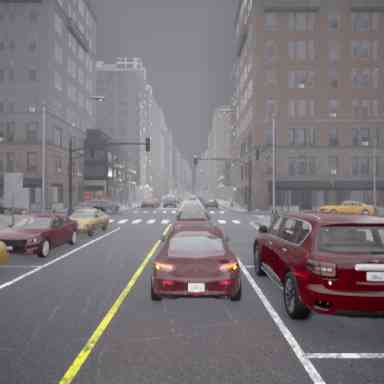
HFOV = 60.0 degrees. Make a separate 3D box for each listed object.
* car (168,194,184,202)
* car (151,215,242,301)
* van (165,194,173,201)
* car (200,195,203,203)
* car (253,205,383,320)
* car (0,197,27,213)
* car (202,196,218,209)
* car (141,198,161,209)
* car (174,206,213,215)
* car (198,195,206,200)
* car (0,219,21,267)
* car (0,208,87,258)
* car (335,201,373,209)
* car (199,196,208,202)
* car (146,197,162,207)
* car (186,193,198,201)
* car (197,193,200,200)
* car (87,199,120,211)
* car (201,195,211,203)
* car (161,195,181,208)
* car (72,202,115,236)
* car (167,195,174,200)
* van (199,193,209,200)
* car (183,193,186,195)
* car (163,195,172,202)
[{"bbox_3d":[-3.026,1.552,62.752,2.033,1.411,5.357,0,0,1],"label":"car"},{"bbox_3d":[0.090,1.526,8.197,1.812,1.442,4.674,0,0,0],"label":"car"},{"bbox_3d":[-5.805,1.354,85.232,1.690,1.788,3.998,1,0,0],"label":"van"},{"bbox_3d":[2.704,1.585,56.855,1.802,1.307,4.206,1,0,0],"label":"car"},{"bbox_3d":[2.682,1.315,7.240,2.192,1.841,5.009,1,0,0],"label":"car"},{"bbox_3d":[-17.245,1.192,29.697,4.553,1.767,2.097,1,-1,0],"label":"car"},{"bbox_3d":[2.699,1.583,45.508,1.802,1.307,4.206,1,0,0],"label":"car"},{"bbox_3d":[-5.827,1.546,45.522,1.887,1.381,4.507,1,0,0],"label":"car"},{"bbox_3d":[0.072,1.601,17.375,1.895,1.301,4.718,0,0,0],"label":"car"},{"bbox_3d":[2.721,1.581,90.895,1.947,1.339,4.313,1,0,0],"label":"car"},{"bbox_3d":[-5.845,1.525,7.083,1.752,1.417,4.829,1,0,0],"label":"car"},{"bbox_3d":[-5.843,1.545,12.878,1.887,1.381,4.507,1,0,0],"label":"car"},{"bbox_3d":[15.141,1.635,32.698,5.008,1.535,1.882,0,-1,1],"label":"car"},{"bbox_3d":[2.716,1.592,79.548,1.802,1.307,4.206,1,0,0],"label":"car"},{"bbox_3d":[-5.824,1.547,51.195,1.887,1.381,4.507,1,0,0],"label":"car"},{"bbox_3d":[0.044,1.553,85.243,2.033,1.411,5.357,0,0,0],"label":"car"},{"bbox_3d":[2.713,1.321,68.202,2.192,1.841,5.009,1,0,0],"label":"car"},{"bbox_3d":[-9.638,1.435,33.089,4.902,1.511,2.128,1,0,-18],"label":"car"},{"bbox_3d":[2.702,1.584,51.182,1.802,1.307,4.206,1,0,0],"label":"car"},{"bbox_3d":[-3.074,1.549,47.569,2.033,1.411,5.357,0,0,0],"label":"car"},{"bbox_3d":[-5.840,1.526,18.332,1.752,1.417,4.829,1,0,0],"label":"car"},{"bbox_3d":[-5.804,1.597,90.905,1.802,1.307,4.206,1,0,0],"label":"car"},{"bbox_3d":[2.710,1.345,62.529,1.690,1.788,3.998,1,0,0],"label":"van"},{"bbox_3d":[-2.960,1.501,76.352,1.837,1.490,4.892,0,0,0],"label":"car"},{"bbox_3d":[-5.808,1.450,79.559,1.967,1.590,4.097,1,0,0],"label":"car"}]
